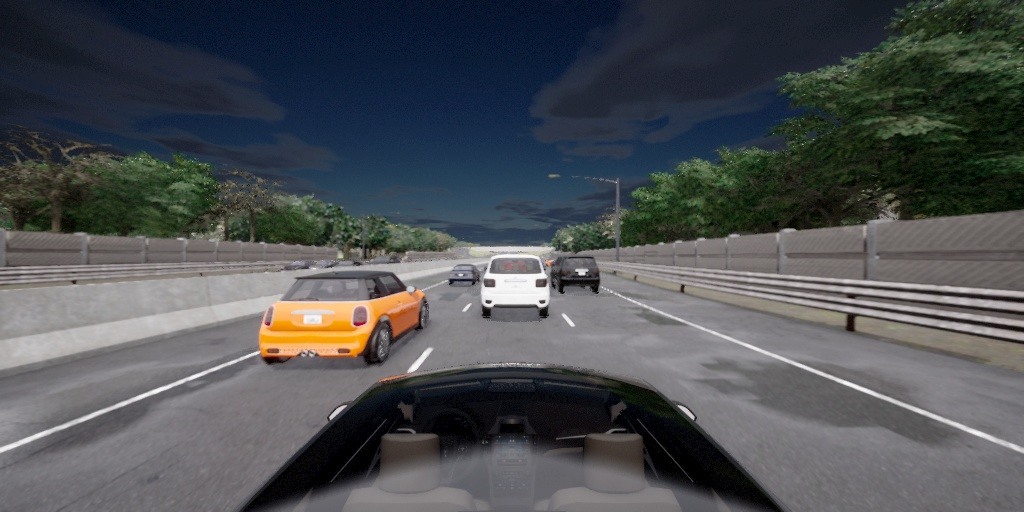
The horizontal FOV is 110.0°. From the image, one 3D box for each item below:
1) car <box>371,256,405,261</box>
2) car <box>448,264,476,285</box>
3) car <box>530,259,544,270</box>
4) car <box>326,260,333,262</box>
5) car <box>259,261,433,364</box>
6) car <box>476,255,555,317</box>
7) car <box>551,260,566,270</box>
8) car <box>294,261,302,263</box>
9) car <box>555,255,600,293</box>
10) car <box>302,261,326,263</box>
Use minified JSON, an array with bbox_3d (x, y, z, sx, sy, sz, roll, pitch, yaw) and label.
[{"bbox_3d":[-13.972,0.976,39.425,2.150,2.045,5.566,0,0,1],"label":"car"},{"bbox_3d":[-3.354,1.299,26.045,2.033,1.411,5.357,0,0,0],"label":"car"},{"bbox_3d":[3.760,1.263,55.425,1.882,1.535,5.008,0,0,1],"label":"car"},{"bbox_3d":[-17.474,1.262,38.448,1.837,1.490,4.892,0,-1,0],"label":"car"},{"bbox_3d":[-3.398,1.102,8.240,2.097,1.767,4.553,0,0,0],"label":"car"},{"bbox_3d":[0.107,0.972,13.275,2.150,2.045,5.566,0,0,0],"label":"car"},{"bbox_3d":[7.196,1.312,55.344,1.812,1.442,4.674,0,0,2],"label":"car"},{"bbox_3d":[-23.723,1.304,40.539,2.033,1.411,5.357,0,0,-3],"label":"car"},{"bbox_3d":[3.524,0.968,20.736,2.150,2.045,5.566,0,0,0],"label":"car"},{"bbox_3d":[-20.957,1.249,40.582,2.128,1.511,4.902,0,0,1],"label":"car"}]
